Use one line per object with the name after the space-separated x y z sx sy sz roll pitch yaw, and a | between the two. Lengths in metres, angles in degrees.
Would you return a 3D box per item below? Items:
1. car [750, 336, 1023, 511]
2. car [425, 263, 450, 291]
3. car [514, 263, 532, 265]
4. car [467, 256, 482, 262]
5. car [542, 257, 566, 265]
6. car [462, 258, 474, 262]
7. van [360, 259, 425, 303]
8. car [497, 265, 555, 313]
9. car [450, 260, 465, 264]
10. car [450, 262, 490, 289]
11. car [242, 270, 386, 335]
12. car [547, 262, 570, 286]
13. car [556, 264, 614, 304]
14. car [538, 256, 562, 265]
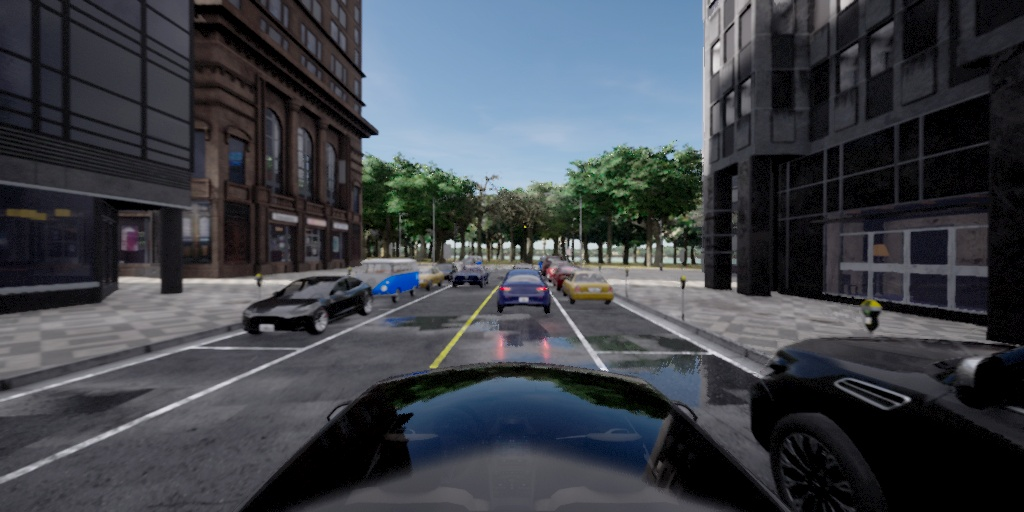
3.032 0.983 0.647 2.150 2.045 5.566 0 0 2 | car
-5.201 1.171 21.081 1.751 1.417 4.829 0 0 2 | car
0.891 1.229 28.212 1.895 1.301 4.718 0 0 2 | car
-4.683 1.014 37.555 1.967 1.591 4.097 0 0 2 | car
3.496 1.083 26.418 1.967 1.591 4.097 0 0 2 | car
-4.859 1.123 31.951 1.751 1.417 4.829 0 0 2 | car
-5.367 1.011 15.816 1.690 1.789 3.998 0 0 2 | van
0.433 1.221 13.653 1.812 1.442 4.674 0 0 1 | car
-5.025 1.187 26.686 1.948 1.339 4.313 0 0 2 | car
-2.492 1.248 22.361 1.895 1.301 4.718 0 0 2 | car
-5.538 1.261 10.381 1.948 1.339 4.313 0 0 2 | car
3.325 1.212 20.983 1.888 1.381 4.507 0 0 2 | car
3.160 1.217 15.718 1.751 1.417 4.829 0 0 2 | car
3.667 0.934 31.853 2.192 1.841 5.009 0 0 2 | car
